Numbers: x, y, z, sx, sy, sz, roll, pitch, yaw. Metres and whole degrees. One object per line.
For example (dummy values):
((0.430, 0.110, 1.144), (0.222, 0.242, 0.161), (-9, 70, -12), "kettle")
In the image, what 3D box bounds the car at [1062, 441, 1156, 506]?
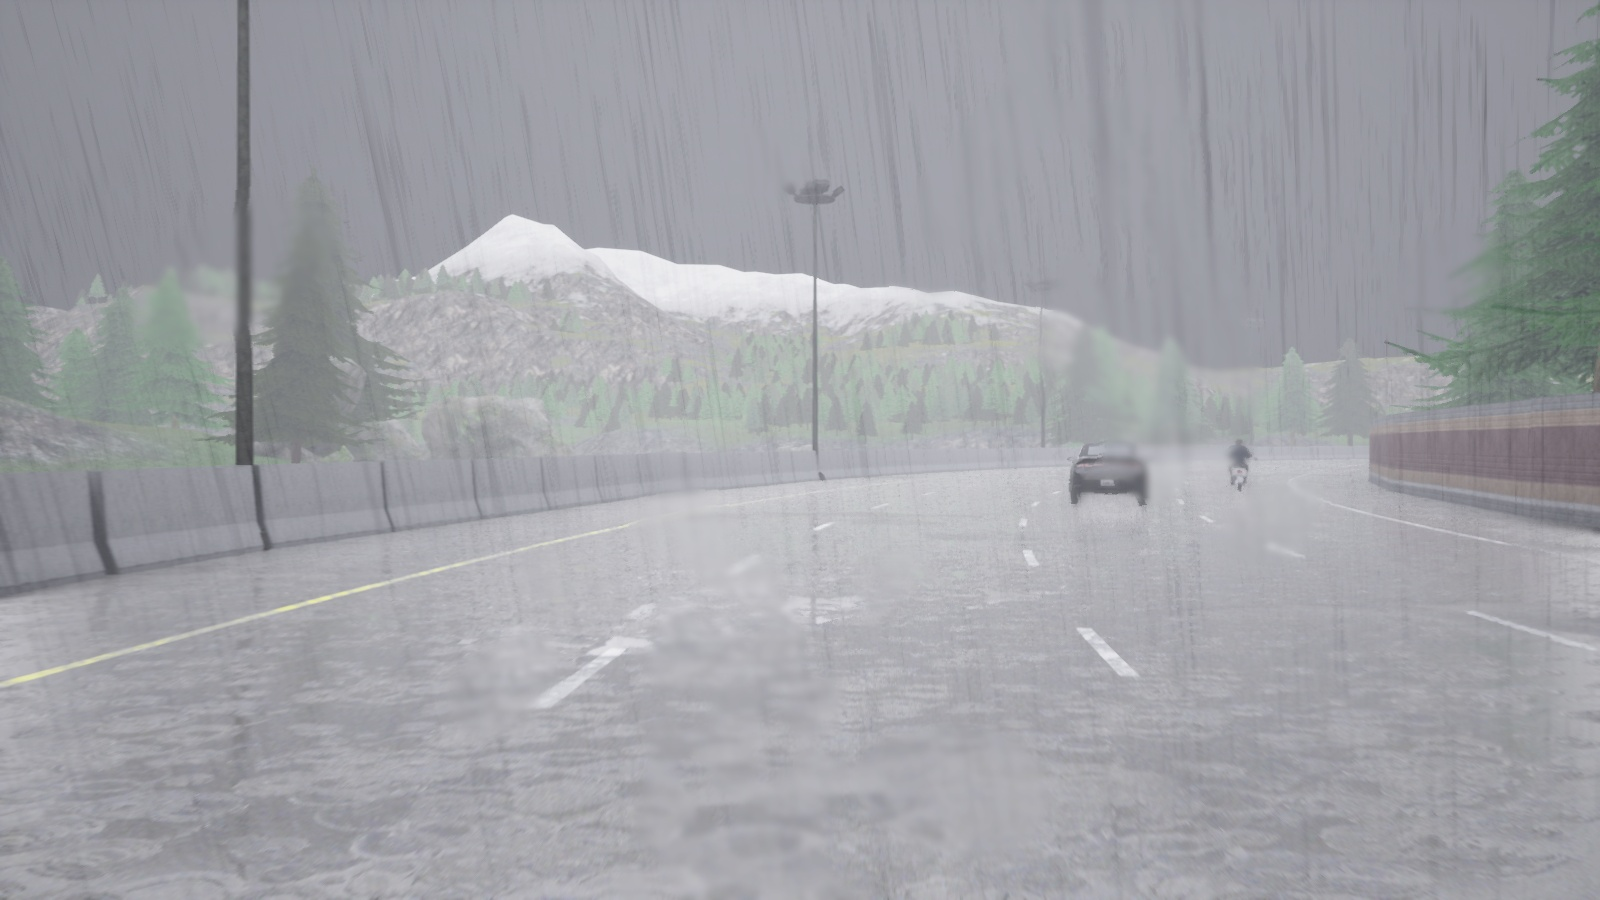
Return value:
((7.837, 0.533, 31.741), (2.128, 1.511, 4.902), (0, 0, 14), "car")

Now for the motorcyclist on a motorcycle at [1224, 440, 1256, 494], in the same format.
((13.474, 0.498, 38.469), (0.866, 1.590, 1.817), (1, 1, 18), "motorcyclist on a motorcycle")
